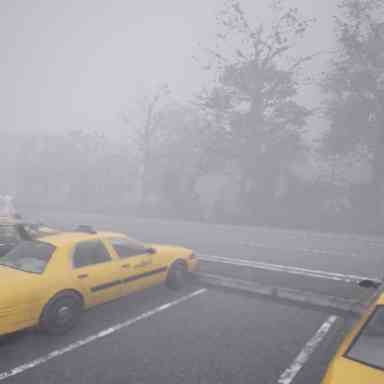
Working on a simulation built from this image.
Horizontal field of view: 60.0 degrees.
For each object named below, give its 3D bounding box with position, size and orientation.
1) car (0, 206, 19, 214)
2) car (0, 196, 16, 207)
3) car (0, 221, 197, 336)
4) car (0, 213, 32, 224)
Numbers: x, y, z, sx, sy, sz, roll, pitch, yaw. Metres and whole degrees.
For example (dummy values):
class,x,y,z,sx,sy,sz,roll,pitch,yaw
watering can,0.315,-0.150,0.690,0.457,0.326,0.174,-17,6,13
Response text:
class,x,y,z,sx,sy,sz,roll,pitch,yaw
car,-6.661,1.407,9.677,1.946,1.575,5.366,0,0,36
car,-8.828,1.141,11.417,2.435,2.045,5.566,0,0,36
car,-1.927,1.442,6.753,1.946,1.575,5.366,0,0,36
car,-4.298,1.428,8.209,2.231,1.521,4.892,0,0,36
